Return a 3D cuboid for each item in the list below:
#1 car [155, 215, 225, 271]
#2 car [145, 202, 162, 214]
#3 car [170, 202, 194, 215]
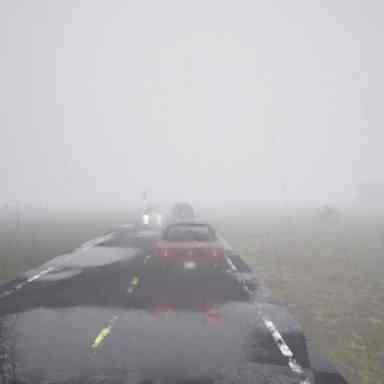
[{"bbox_3d":[-0.092,1.666,11.063,1.895,1.301,4.718,0,0,-1],"label":"car"},{"bbox_3d":[-4.441,1.842,38.341,1.895,1.301,4.718,0,0,-5],"label":"car"},{"bbox_3d":[-0.874,1.660,29.473,1.882,1.535,5.008,0,0,-3],"label":"car"}]
